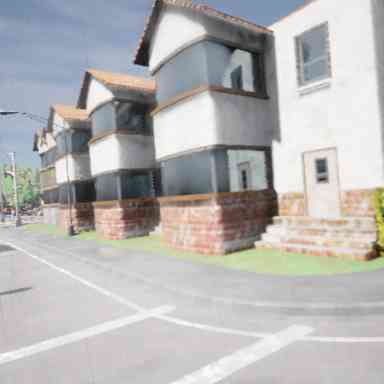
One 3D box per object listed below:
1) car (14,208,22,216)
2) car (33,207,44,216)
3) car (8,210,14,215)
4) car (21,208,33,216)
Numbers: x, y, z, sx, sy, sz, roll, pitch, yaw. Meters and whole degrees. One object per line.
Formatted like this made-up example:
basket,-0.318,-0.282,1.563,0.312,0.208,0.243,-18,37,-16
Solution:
car,-39.587,4.603,79.578,3.866,1.878,1.905,-4,0,-37
car,-27.903,3.779,64.345,3.806,1.475,1.970,-4,0,-37
car,-41.642,4.792,81.665,4.605,1.855,1.932,-4,0,-37
car,-31.980,4.039,69.305,5.027,1.636,2.152,-4,0,-37
